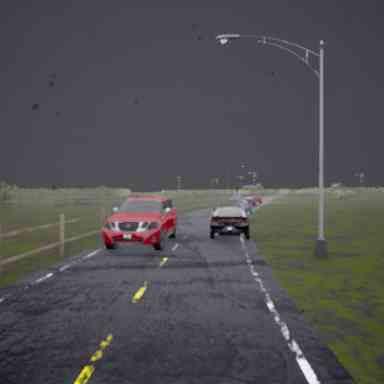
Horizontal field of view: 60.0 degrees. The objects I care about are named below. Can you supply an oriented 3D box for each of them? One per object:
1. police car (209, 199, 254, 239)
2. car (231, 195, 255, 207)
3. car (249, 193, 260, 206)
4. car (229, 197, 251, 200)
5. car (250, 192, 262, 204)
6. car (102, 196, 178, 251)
[{"bbox_3d":[1.985,1.398,17.284,1.930,1.638,5.238,0,0,7],"label":"police car"},{"bbox_3d":[4.820,1.413,32.667,1.882,1.535,5.008,0,0,14],"label":"car"},{"bbox_3d":[8.593,1.368,49.835,1.882,1.535,5.008,0,0,16],"label":"car"},{"bbox_3d":[3.553,1.455,26.895,1.837,1.490,4.892,0,0,11],"label":"car"},{"bbox_3d":[11.383,1.082,59.969,2.150,2.045,5.566,0,0,15],"label":"car"},{"bbox_3d":[-1.967,1.192,14.354,2.150,2.045,5.566,0,0,6],"label":"car"}]
